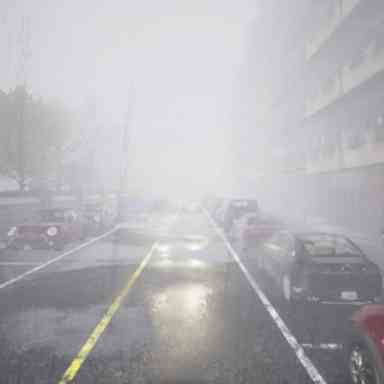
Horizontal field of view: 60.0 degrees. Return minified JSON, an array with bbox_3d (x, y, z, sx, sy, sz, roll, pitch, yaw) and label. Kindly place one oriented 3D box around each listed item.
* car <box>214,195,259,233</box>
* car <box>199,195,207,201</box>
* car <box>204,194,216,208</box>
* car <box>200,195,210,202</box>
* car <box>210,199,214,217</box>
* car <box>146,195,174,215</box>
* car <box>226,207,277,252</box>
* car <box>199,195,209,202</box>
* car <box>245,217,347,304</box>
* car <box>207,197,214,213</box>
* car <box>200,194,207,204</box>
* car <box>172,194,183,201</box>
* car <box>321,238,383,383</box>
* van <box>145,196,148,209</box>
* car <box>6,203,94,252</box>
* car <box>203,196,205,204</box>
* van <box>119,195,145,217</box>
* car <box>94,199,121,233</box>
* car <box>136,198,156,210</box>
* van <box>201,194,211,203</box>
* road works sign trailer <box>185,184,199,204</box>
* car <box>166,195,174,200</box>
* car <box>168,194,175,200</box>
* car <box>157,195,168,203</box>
[{"bbox_3d":[2.693,1.263,19.142,2.192,1.841,5.009,0,0,0],"label":"car"},{"bbox_3d":[2.692,1.394,81.075,1.887,1.381,4.507,0,0,0],"label":"car"},{"bbox_3d":[2.692,1.351,36.032,1.967,1.590,4.097,0,0,0],"label":"car"},{"bbox_3d":[2.692,1.429,69.814,1.947,1.339,4.313,0,0,0],"label":"car"},{"bbox_3d":[2.692,1.485,24.773,2.008,1.369,4.403,0,0,0],"label":"car"},{"bbox_3d":[-3.094,1.394,33.185,1.882,1.535,5.008,0,0,0],"label":"car"},{"bbox_3d":[2.692,1.507,13.512,1.887,1.381,4.507,0,0,0],"label":"car"},{"bbox_3d":[2.692,1.407,75.445,2.008,1.369,4.403,0,0,0],"label":"car"},{"bbox_3d":[2.692,1.528,7.882,2.008,1.369,4.403,0,0,0],"label":"car"},{"bbox_3d":[2.692,1.466,30.403,1.887,1.381,4.507,0,0,0],"label":"car"},{"bbox_3d":[2.692,1.207,47.292,2.192,1.841,5.009,0,0,0],"label":"car"},{"bbox_3d":[-2.999,1.307,75.692,1.812,1.442,4.674,0,0,0],"label":"car"},{"bbox_3d":[2.693,1.433,2.252,1.967,1.590,4.097,0,0,0],"label":"car"},{"bbox_3d":[-5.688,1.252,36.031,1.690,1.788,3.998,0,0,0],"label":"van"},{"bbox_3d":[-5.688,1.403,13.513,1.967,1.590,4.097,0,0,0],"label":"car"},{"bbox_3d":[2.692,1.483,41.663,1.802,1.307,4.206,0,0,0],"label":"car"},{"bbox_3d":[-5.688,1.263,30.402,1.690,1.788,3.998,0,0,0],"label":"van"},{"bbox_3d":[-5.688,1.388,19.142,1.967,1.590,4.097,0,0,0],"label":"car"},{"bbox_3d":[-5.688,1.452,41.662,2.008,1.369,4.403,0,0,0],"label":"car"},{"bbox_3d":[2.692,1.212,64.183,1.690,1.788,3.998,0,0,0],"label":"van"},{"bbox_3d":[0.000,0.342,58.002,2.380,3.560,2.880,0,0,0],"label":"road works sign trailer"},{"bbox_3d":[-5.689,1.425,86.707,1.802,1.307,4.206,0,0,0],"label":"car"},{"bbox_3d":[-5.689,1.383,92.335,1.887,1.381,4.507,0,0,0],"label":"car"},{"bbox_3d":[-5.688,1.396,64.014,1.752,1.417,4.829,0,0,0],"label":"car"}]
